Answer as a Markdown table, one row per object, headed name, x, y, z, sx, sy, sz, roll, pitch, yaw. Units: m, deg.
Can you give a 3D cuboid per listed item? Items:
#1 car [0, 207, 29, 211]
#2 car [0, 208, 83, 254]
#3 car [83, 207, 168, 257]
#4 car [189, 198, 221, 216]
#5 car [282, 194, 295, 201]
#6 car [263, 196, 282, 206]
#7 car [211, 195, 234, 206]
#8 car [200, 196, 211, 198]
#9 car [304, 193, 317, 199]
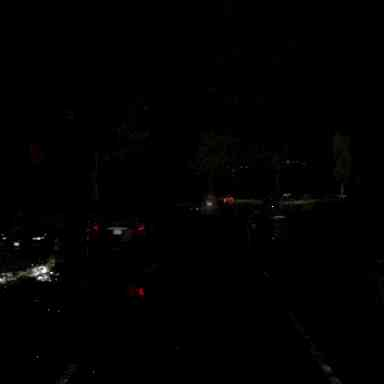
| name | x | y | z | sx | sy | sz | roll | pitch | yaw |
| --- | --- | --- | --- | --- | --- | --- | --- | --- | --- |
| car | -8.697 | 1.518 | 16.192 | 2.128 | 1.511 | 4.902 | 0 | 0 | 7 |
| car | -5.706 | 1.524 | 13.716 | 1.837 | 1.490 | 4.892 | 0 | 0 | 6 |
| car | -2.280 | 1.370 | 13.245 | 2.097 | 1.767 | 4.553 | 0 | 0 | 6 |
| car | 1.102 | 1.571 | 32.631 | 2.033 | 1.411 | 5.357 | 0 | 0 | 14 |
| car | 19.909 | 1.081 | 68.889 | 2.128 | 1.511 | 4.902 | -1 | 0 | 33 |
| car | 12.437 | 1.382 | 52.398 | 1.837 | 1.490 | 4.892 | -1 | 0 | 24 |
| car | 5.372 | 1.299 | 55.206 | 2.097 | 1.767 | 4.553 | -1 | 0 | 25 |
| car | 2.170 | 1.470 | 56.037 | 2.128 | 1.511 | 4.902 | -1 | 0 | 24 |
| car | 29.002 | 0.987 | 81.405 | 1.994 | 1.385 | 4.181 | -1 | 0 | 37 |
